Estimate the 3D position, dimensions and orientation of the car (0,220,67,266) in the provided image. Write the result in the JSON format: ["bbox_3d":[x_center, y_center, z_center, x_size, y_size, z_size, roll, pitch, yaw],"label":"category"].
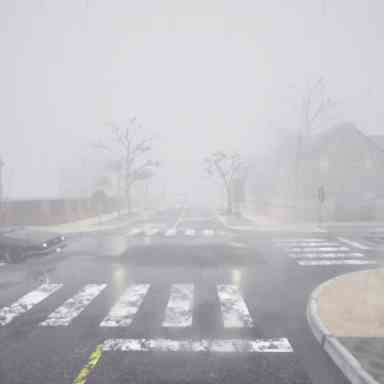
[{"bbox_3d":[-7.216,1.659,11.355,5.357,1.411,2.033,-2,1,1],"label":"car"}]

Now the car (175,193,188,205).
[{"bbox_3d":[-1.865,1.203,60.602,2.150,2.045,5.566,0,0,1],"label":"car"}]
